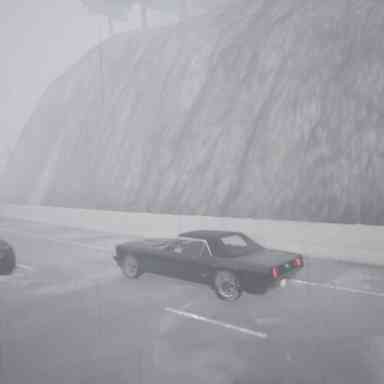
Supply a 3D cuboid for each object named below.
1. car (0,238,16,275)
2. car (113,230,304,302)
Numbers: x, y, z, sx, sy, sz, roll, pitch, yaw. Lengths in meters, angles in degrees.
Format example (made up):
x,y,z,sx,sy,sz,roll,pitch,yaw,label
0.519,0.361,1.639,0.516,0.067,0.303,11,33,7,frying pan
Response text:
x,y,z,sx,sy,sz,roll,pitch,yaw,label
-6.734,1.573,9.395,4.181,1.385,1.994,0,0,39,car
0.170,1.616,8.340,4.718,1.301,1.895,0,0,37,car
